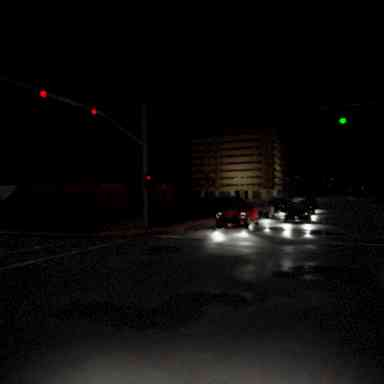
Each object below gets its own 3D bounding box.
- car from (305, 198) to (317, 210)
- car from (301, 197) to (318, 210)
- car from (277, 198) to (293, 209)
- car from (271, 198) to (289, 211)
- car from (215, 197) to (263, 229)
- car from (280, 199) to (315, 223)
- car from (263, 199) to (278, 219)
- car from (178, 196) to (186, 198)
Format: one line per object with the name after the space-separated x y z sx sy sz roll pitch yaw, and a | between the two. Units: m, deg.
12.170 1.534 35.684 1.882 1.535 5.008 -1 0 22 | car
16.001 1.547 45.266 1.882 1.535 5.008 -1 0 22 | car
14.017 1.662 49.766 1.812 1.442 4.674 -1 0 21 | car
10.227 1.475 40.303 2.097 1.767 4.553 -1 0 22 | car
3.121 1.450 22.500 2.097 1.767 4.553 -1 0 22 | car
8.382 1.568 26.180 1.812 1.442 4.674 -1 0 22 | car
6.460 1.635 30.848 1.812 1.442 4.674 -1 0 22 | car
-2.794 1.741 66.229 4.605 1.855 1.932 -1 0 22 | car
